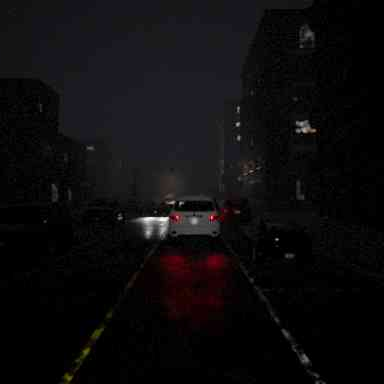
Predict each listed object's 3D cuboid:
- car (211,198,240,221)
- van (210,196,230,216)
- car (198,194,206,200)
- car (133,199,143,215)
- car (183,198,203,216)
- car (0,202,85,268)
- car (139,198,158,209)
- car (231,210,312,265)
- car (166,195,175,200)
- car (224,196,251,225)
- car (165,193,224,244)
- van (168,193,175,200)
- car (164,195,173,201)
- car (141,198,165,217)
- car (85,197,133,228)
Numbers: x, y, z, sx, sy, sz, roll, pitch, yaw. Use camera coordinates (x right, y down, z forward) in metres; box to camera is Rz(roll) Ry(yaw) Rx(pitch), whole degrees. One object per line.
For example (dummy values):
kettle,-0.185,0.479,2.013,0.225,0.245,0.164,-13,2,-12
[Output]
car,2.708,1.394,27.606,1.967,1.590,4.097,1,0,0
van,2.711,1.286,33.013,1.690,1.788,3.998,1,0,0
car,2.715,1.279,93.221,1.967,1.590,4.097,1,0,0
car,-5.671,1.384,33.022,1.967,1.590,4.097,1,0,0
car,0.101,1.421,33.437,1.882,1.535,5.008,0,0,0
car,-5.670,1.296,11.392,2.192,1.841,5.009,1,0,0
car,-5.673,1.477,43.836,2.008,1.369,4.403,1,0,0
car,2.705,1.532,11.385,2.008,1.369,4.403,1,0,0
car,-5.668,1.393,87.473,1.887,1.381,4.507,1,0,0
car,2.710,1.278,22.199,2.192,1.841,5.009,1,0,0
car,0.098,1.197,15.857,2.150,2.045,5.566,0,0,0
van,-5.663,1.179,93.161,1.690,1.788,3.998,1,0,0
car,-5.745,1.403,81.792,1.887,1.381,4.507,1,0,0
car,-3.093,1.513,30.220,1.994,1.385,4.181,0,0,0
car,-5.669,1.278,22.207,2.192,1.841,5.009,1,0,0
